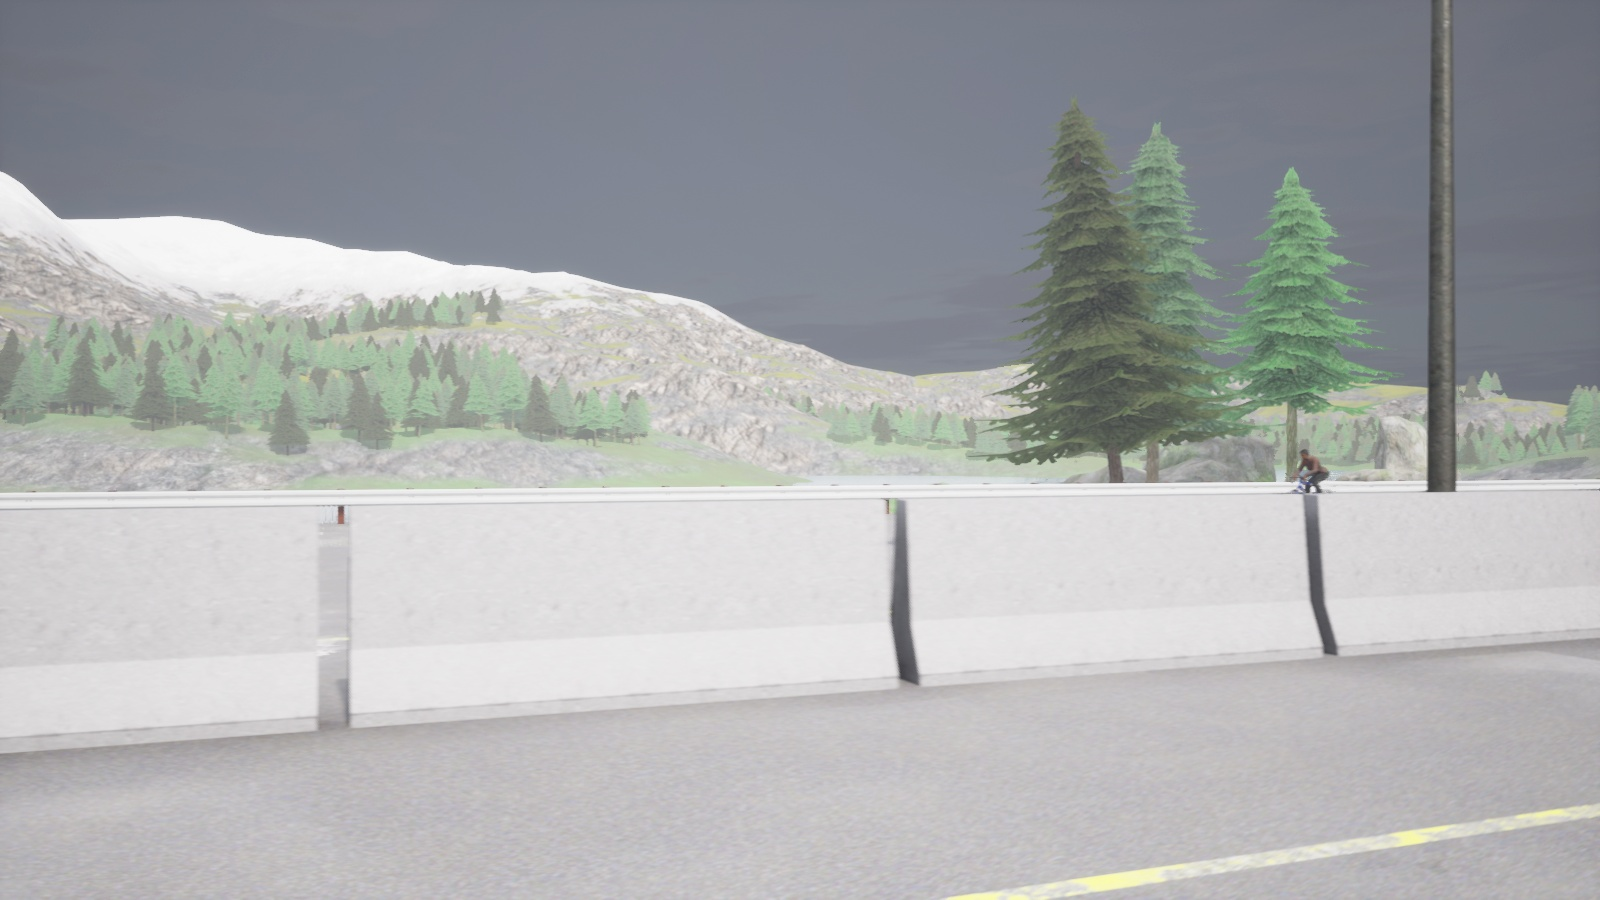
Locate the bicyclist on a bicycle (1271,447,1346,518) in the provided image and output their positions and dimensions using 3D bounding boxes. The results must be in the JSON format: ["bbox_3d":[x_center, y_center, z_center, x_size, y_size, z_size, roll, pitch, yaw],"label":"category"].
[{"bbox_3d":[11.871,0.744,29.327,1.656,1.620,0.582,0,0,-22],"label":"bicyclist on a bicycle"}]
